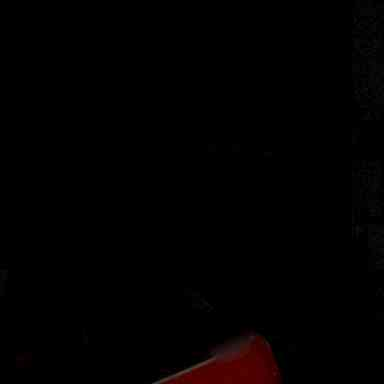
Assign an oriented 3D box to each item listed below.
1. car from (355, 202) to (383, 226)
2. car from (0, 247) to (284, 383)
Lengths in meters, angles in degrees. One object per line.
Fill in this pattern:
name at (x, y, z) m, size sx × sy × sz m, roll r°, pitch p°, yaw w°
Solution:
car at (12.200, 1.433, 20.640) m, size 1.837 × 1.490 × 4.892 m, roll 2°, pitch -1°, yaw -30°
car at (-1.511, 1.352, 1.979) m, size 4.553 × 1.767 × 2.097 m, roll 0°, pitch 0°, yaw -36°
